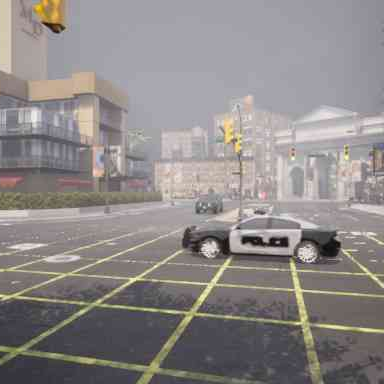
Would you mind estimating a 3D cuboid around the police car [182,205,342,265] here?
[{"bbox_3d":[2.294,1.426,11.493,5.238,1.638,1.930,0,0,14],"label":"police car"}]

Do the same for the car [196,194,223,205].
[{"bbox_3d":[1.956,1.221,35.833,2.150,2.045,5.566,0,0,15],"label":"car"}]
